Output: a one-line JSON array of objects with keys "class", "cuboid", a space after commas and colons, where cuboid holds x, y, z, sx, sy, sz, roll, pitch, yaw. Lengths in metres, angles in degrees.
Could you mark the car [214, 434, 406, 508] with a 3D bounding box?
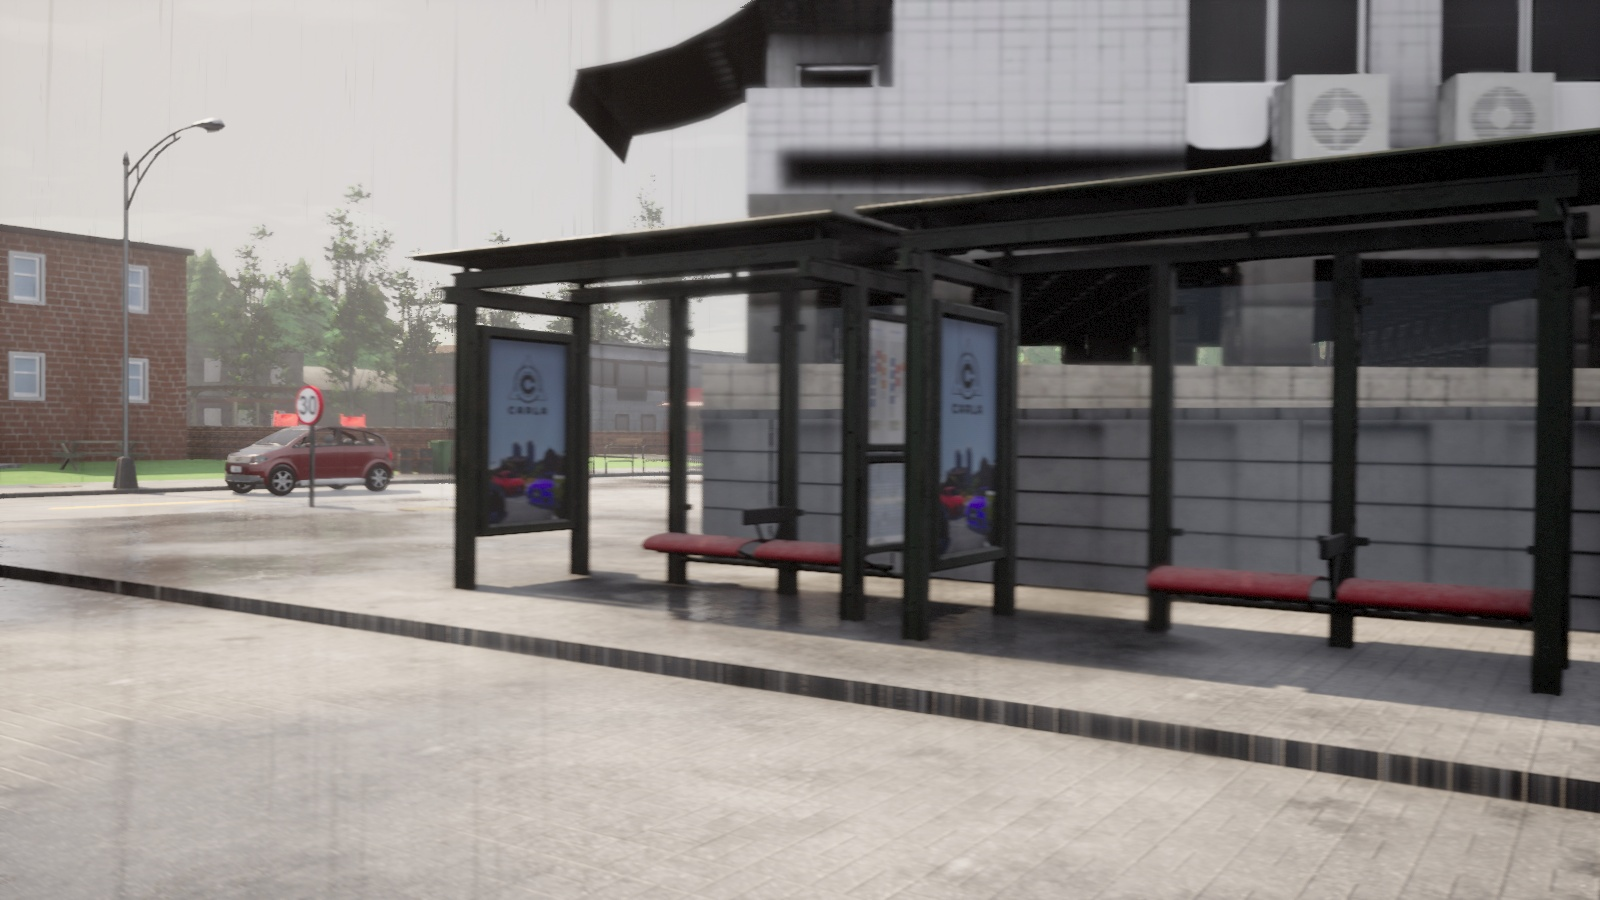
[{"class": "car", "cuboid": [-11.114, 0.419, 28.679, 1.789, 1.549, 3.705, 0, 1, 34]}]
